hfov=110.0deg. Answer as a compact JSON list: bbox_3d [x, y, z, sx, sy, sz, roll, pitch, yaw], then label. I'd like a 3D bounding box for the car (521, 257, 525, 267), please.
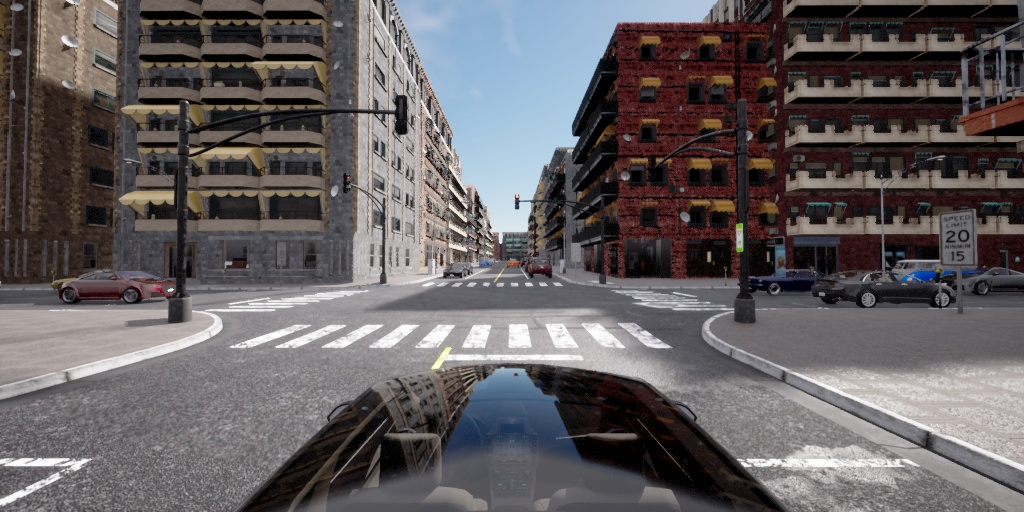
[{"bbox_3d":[2.622,1.086,44.807,2.192,1.841,5.009,0,0,0],"label":"car"}]

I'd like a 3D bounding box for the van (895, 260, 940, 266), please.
[{"bbox_3d":[24.928,1.115,21.214,3.998,1.789,1.690,0,0,0],"label":"van"}]

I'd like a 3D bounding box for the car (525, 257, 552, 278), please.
[{"bbox_3d":[2.608,1.077,33.684,2.192,1.841,5.009,0,0,0],"label":"car"}]

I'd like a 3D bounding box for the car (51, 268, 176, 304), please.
[{"bbox_3d":[-17.189,1.339,15.970,4.181,1.385,1.994,0,-1,0],"label":"car"}]

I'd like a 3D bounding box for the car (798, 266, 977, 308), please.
[{"bbox_3d":[13.760,1.185,13.376,4.403,1.370,2.007,0,0,0],"label":"car"}]

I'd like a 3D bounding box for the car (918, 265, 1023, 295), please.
[{"bbox_3d":[24.579,1.287,18.766,4.181,1.385,1.994,0,-1,0],"label":"car"}]

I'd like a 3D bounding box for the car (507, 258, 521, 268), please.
[{"bbox_3d":[0.177,1.176,63.717,2.097,1.767,4.553,0,0,0],"label":"car"}]

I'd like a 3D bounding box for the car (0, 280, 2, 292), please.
[{"bbox_3d":[-26.678,1.027,16.012,5.566,2.045,2.150,0,-1,0],"label":"car"}]

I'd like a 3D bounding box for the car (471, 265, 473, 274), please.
[{"bbox_3d":[-5.266,1.331,39.210,1.948,1.339,4.313,0,0,0],"label":"car"}]

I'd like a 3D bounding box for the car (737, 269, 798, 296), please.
[{"bbox_3d":[14.574,1.347,18.801,4.718,1.301,1.895,0,-1,-2],"label":"car"}]

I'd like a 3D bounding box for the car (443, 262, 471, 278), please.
[{"bbox_3d":[-5.274,1.328,33.649,1.948,1.339,4.313,0,0,0],"label":"car"}]
